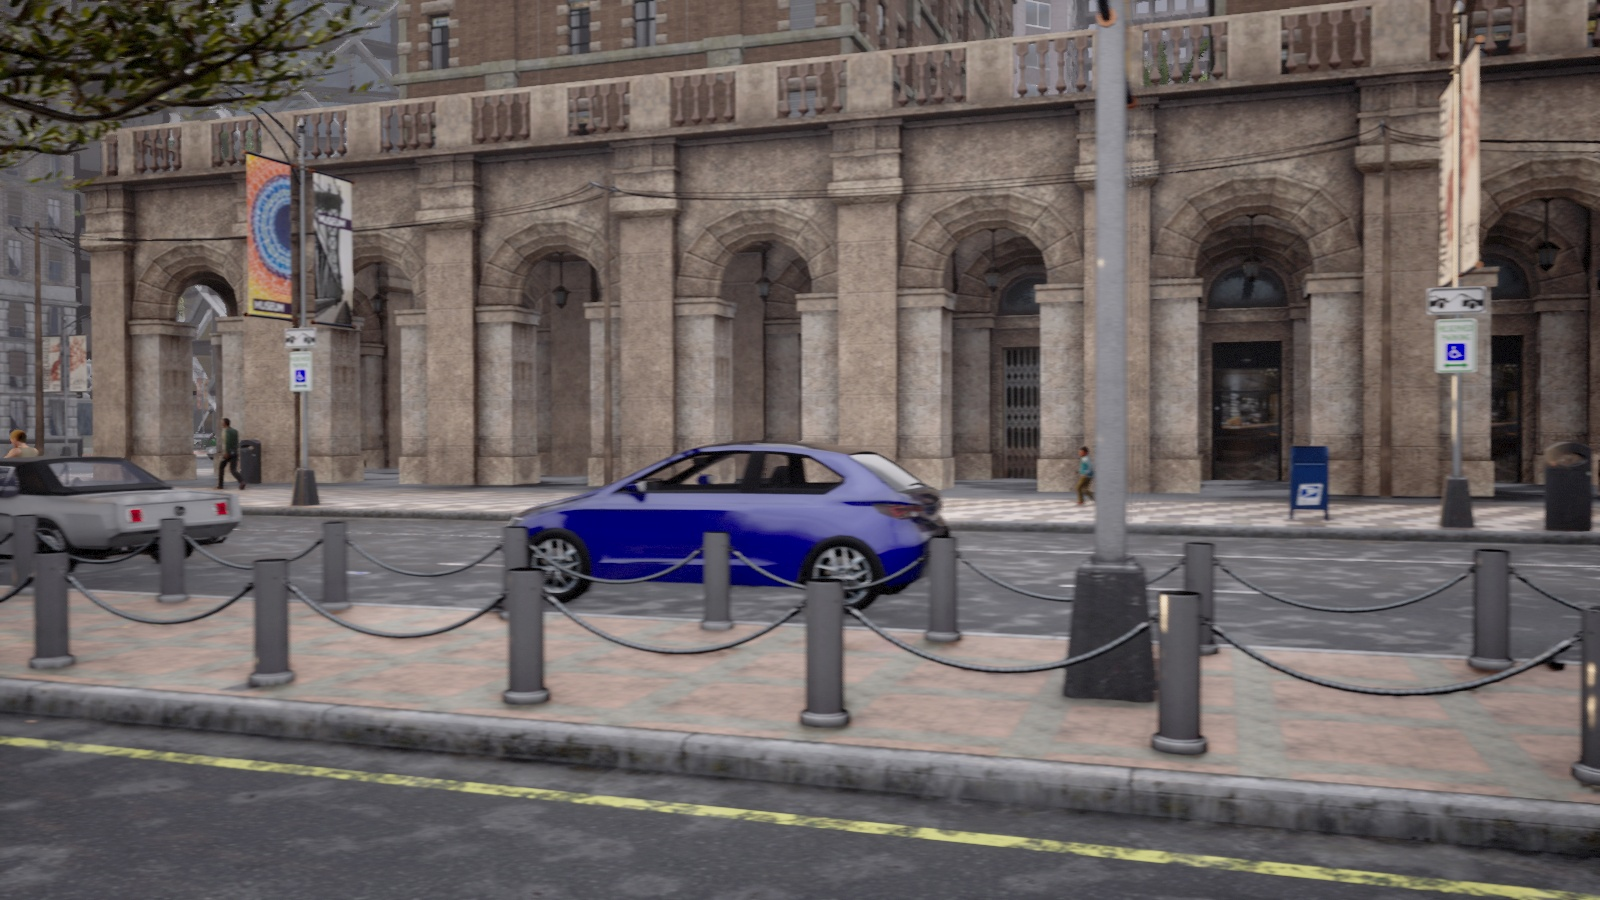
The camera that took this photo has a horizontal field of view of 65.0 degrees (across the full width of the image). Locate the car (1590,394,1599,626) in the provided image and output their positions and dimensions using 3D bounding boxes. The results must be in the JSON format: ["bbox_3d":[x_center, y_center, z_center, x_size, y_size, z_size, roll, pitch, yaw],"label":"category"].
[{"bbox_3d":[8.100,0.510,8.904,3.866,1.878,1.905,1,1,19],"label":"car"}]

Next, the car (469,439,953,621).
[{"bbox_3d":[-0.808,0.646,11.905,4.193,1.474,1.816,1,1,19],"label":"car"}]

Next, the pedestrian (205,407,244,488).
[{"bbox_3d":[-14.013,-0.059,30.587,0.788,1.949,0.423,1,1,18],"label":"pedestrian"}]

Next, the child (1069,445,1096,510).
[{"bbox_3d":[5.253,0.509,23.387,0.448,1.192,0.343,1,1,19],"label":"child"}]

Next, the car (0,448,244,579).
[{"bbox_3d":[-9.117,0.657,14.702,4.718,1.301,1.895,1,1,19],"label":"car"}]

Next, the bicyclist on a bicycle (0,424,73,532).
[{"bbox_3d":[-12.212,0.406,19.436,1.509,1.612,0.866,1,1,19],"label":"bicyclist on a bicycle"}]
